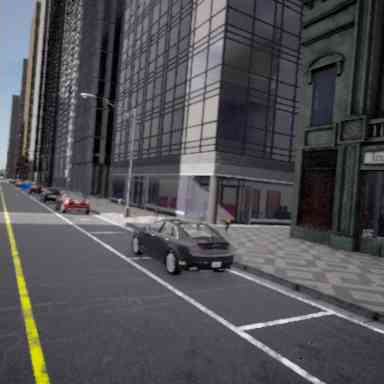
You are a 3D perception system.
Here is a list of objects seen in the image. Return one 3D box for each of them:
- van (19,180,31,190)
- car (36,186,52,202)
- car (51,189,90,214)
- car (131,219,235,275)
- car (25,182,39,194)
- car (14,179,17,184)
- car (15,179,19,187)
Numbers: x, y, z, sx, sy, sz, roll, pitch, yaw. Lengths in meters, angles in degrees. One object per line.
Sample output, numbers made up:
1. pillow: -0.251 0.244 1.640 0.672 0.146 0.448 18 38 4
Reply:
1. van: -31.582 -1.244 63.814 1.690 1.788 3.998 4 0 -30
2. car: -14.617 0.356 34.572 1.947 1.339 4.313 4 0 -30
3. car: -8.947 0.689 24.823 1.967 1.590 4.097 4 0 -30
4. car: -0.465 1.490 10.203 2.008 1.369 4.403 4 0 -30
5. car: -23.106 -0.353 49.193 1.887 1.381 4.507 4 0 -30
6. car: -42.920 -1.922 83.310 1.802 1.307 4.206 4 0 -30
7. car: -40.090 -1.693 78.436 1.802 1.307 4.206 4 0 -30
